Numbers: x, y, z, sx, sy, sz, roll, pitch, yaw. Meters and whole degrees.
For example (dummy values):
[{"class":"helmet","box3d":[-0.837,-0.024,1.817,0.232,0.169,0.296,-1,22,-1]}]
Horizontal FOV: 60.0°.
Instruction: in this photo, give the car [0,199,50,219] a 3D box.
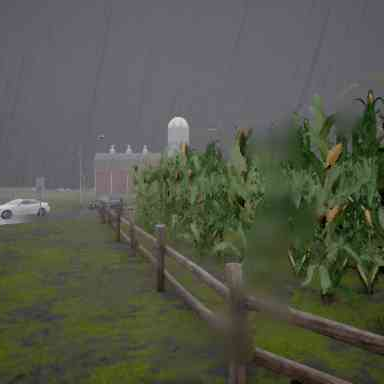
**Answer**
[{"class":"car","box3d":[-13.663,1.283,26.491,1.812,1.442,4.674,-1,1,31]}]

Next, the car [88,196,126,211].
[{"class":"car","box3d":[-8.833,1.158,34.710,1.994,1.385,4.181,-1,1,29]}]
